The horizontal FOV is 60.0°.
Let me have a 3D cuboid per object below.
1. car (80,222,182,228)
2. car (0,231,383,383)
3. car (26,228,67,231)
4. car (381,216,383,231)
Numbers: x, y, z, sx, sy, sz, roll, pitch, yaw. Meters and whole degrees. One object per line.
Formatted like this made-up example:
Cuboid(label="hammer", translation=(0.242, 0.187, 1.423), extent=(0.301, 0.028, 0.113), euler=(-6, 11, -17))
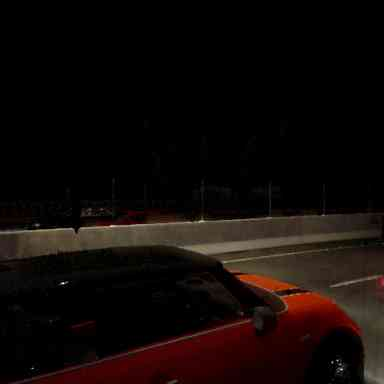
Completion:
Cuboid(label="car", translation=(-2.581, 1.525, 14.525), extent=(4.674, 1.442, 1.812), euler=(0, 0, -31))
Cuboid(label="car", translation=(-0.312, 1.351, 3.321), extent=(4.553, 1.767, 2.097), euler=(0, 0, -34))
Cuboid(label="car", translation=(-5.617, 1.491, 16.769), extent=(4.902, 1.511, 2.128), euler=(0, 0, -31))
Cuboid(label="car", translation=(9.985, 1.221, 13.134), extent=(5.566, 2.045, 2.150), euler=(0, 0, -26))
